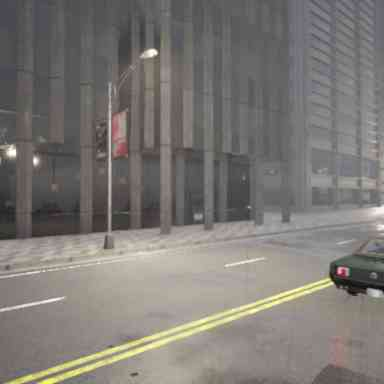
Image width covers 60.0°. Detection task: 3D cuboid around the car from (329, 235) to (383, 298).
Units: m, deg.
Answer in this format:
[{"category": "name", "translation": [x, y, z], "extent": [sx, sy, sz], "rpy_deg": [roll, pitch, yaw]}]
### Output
[{"category": "car", "translation": [5.259, 1.679, 7.869], "extent": [4.718, 1.301, 1.895], "rpy_deg": [0, -1, -40]}]
